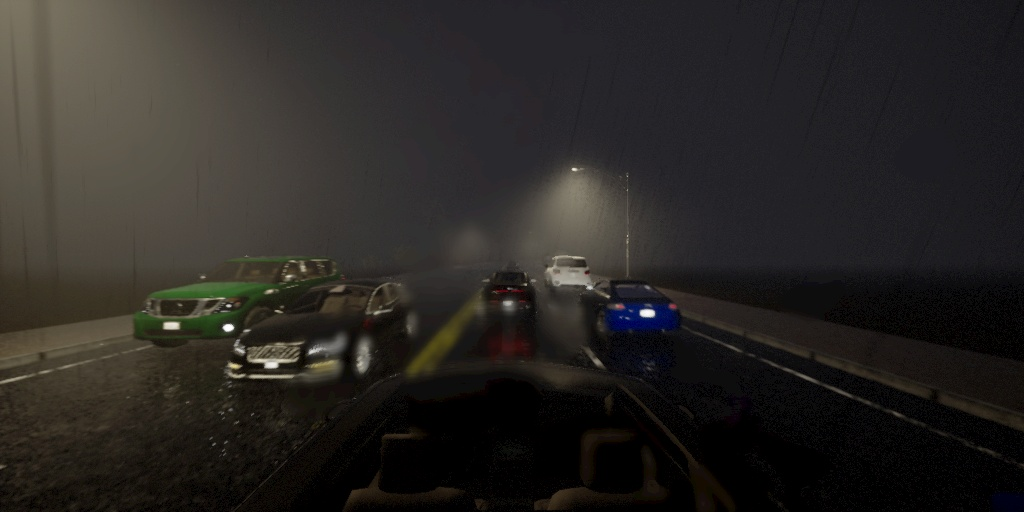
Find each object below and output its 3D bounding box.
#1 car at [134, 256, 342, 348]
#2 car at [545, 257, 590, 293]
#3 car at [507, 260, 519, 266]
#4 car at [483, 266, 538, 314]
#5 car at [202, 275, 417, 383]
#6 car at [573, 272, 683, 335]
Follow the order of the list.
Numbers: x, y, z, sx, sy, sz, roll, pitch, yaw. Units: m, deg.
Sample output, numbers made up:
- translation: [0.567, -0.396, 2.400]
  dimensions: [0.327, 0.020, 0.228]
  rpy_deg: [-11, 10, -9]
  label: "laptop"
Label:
- translation: [-6.598, 1.007, 9.722]
  dimensions: [2.150, 2.045, 5.566]
  rpy_deg: [0, 0, 0]
  label: "car"
- translation: [3.251, 1.062, 21.639]
  dimensions: [2.150, 2.045, 5.566]
  rpy_deg: [0, 0, 0]
  label: "car"
- translation: [0.102, 1.544, 57.370]
  dimensions: [2.033, 1.411, 5.357]
  rpy_deg: [0, 0, 0]
  label: "car"
- translation: [-0.062, 1.312, 14.040]
  dimensions: [1.837, 1.490, 4.892]
  rpy_deg: [0, 0, 0]
  label: "car"
- translation: [-3.349, 1.281, 7.425]
  dimensions: [1.837, 1.490, 4.892]
  rpy_deg: [0, 0, 0]
  label: "car"
- translation: [3.251, 1.354, 10.608]
  dimensions: [1.994, 1.385, 4.181]
  rpy_deg: [0, 0, 0]
  label: "car"
